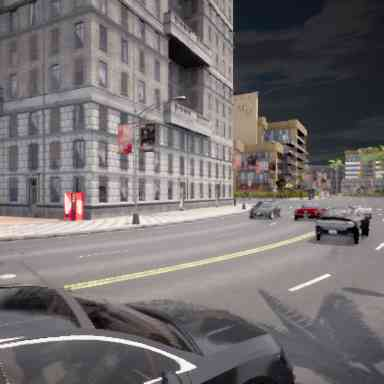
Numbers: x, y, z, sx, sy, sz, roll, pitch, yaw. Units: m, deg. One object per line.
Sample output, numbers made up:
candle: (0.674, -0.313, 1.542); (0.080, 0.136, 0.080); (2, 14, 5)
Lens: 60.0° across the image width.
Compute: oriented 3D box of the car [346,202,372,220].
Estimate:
car: (14.751, 1.588, 29.336); (1.895, 1.301, 4.718); (0, 0, 28)

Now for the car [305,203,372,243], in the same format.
car: (7.419, 1.485, 16.199); (2.128, 1.511, 4.902); (0, 0, 35)

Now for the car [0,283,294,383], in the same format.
car: (-1.269, 1.504, 2.405); (4.892, 1.490, 1.837); (0, 0, -37)

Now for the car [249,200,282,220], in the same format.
car: (6.352, 1.495, 28.389); (1.837, 1.490, 4.892); (0, 0, 28)

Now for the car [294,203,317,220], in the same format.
car: (9.558, 1.586, 26.953); (1.895, 1.301, 4.718); (0, 0, 28)
